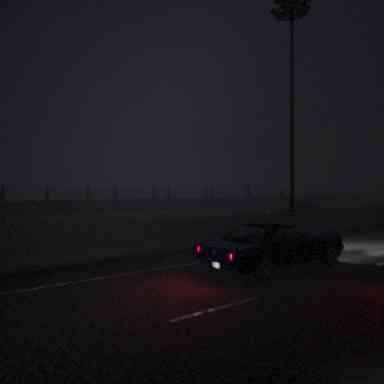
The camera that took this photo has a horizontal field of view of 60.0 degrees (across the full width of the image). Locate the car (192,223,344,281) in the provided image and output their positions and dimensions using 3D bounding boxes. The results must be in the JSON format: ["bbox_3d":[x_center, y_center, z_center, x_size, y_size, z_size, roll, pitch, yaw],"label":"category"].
[{"bbox_3d":[2.423,1.567,9.776,4.718,1.301,1.895,0,0,-36],"label":"car"}]

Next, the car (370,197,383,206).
[{"bbox_3d":[26.055,1.335,44.679,5.357,1.411,2.033,0,0,-36],"label":"car"}]

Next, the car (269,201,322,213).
[{"bbox_3d":[8.632,1.445,27.374,5.357,1.411,2.033,0,0,-36],"label":"car"}]
